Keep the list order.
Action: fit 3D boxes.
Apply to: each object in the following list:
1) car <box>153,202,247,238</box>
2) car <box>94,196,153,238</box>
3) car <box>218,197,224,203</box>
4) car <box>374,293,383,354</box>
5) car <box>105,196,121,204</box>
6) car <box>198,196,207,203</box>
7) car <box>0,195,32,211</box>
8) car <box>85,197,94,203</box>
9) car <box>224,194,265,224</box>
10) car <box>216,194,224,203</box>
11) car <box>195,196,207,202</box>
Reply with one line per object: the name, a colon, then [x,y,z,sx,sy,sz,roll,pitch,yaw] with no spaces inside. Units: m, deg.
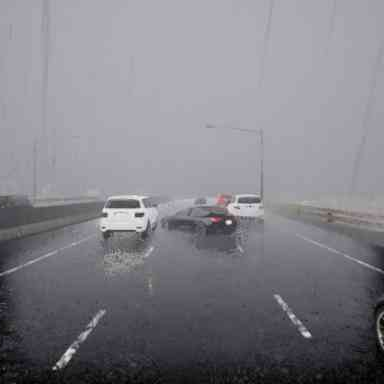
car: [0.287,1.502,17.839,2.163,1.488,4.792,0,0,-40]
car: [-3.151,1.220,17.652,2.150,2.045,5.566,0,0,1]
car: [4.174,1.581,35.496,1.994,1.385,4.181,0,0,2]
car: [3.525,1.503,2.765,2.163,1.488,4.792,0,0,1]
car: [-15.681,1.619,66.139,1.812,1.442,4.674,0,0,3]
car: [2.350,1.680,76.254,1.994,1.385,4.181,0,0,3]
car: [-13.720,1.226,24.004,2.150,2.045,5.566,0,0,1]
car: [-19.254,1.620,64.849,1.812,1.442,4.674,0,0,3]
car: [3.889,1.224,24.608,2.150,2.045,5.566,0,0,1]
car: [4.530,1.265,46.444,2.150,2.045,5.566,0,0,2]
car: [1.533,1.642,58.846,1.994,1.385,4.181,0,0,4]
